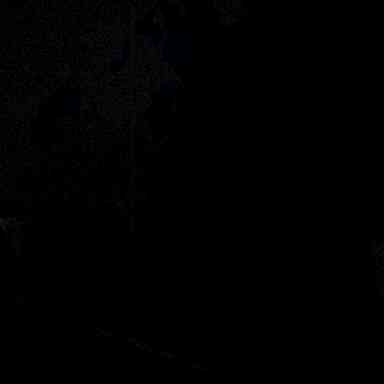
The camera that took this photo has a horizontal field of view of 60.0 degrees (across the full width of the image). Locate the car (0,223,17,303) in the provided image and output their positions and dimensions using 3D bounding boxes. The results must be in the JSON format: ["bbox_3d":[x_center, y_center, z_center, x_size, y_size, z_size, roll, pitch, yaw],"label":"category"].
[{"bbox_3d":[-5.541,1.308,6.758,5.009,1.841,2.192,0,0,35],"label":"car"}]

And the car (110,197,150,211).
[{"bbox_3d":[-6.831,1.279,36.815,1.882,1.535,5.008,0,0,36],"label":"car"}]
